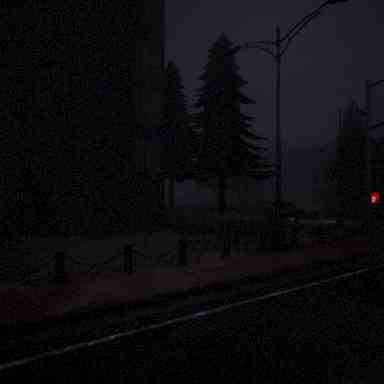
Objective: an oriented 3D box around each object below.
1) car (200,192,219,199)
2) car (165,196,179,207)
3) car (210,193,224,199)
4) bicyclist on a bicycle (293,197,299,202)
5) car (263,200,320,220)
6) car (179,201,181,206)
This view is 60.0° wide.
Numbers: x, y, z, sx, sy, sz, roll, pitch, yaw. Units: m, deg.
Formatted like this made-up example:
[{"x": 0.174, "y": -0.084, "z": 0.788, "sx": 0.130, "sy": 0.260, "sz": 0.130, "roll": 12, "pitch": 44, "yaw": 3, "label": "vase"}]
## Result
[{"x": 5.081, "y": 1.113, "z": 92.433, "sx": 1.932, "sy": 1.855, "sz": 4.605, "roll": 0, "pitch": 0, "yaw": -37, "label": "car"}, {"x": -4.150, "y": 1.579, "z": 44.906, "sx": 1.994, "sy": 1.385, "sz": 4.181, "roll": 0, "pitch": 0, "yaw": -37, "label": "car"}, {"x": 7.168, "y": 1.092, "z": 94.497, "sx": 1.905, "sy": 1.878, "sz": 3.866, "roll": 0, "pitch": 0, "yaw": -37, "label": "car"}, {"x": 11.427, "y": 1.316, "z": 36.632, "sx": 1.656, "sy": 1.620, "sz": 0.582, "roll": 0, "pitch": 0, "yaw": -37, "label": "bicyclist on a bicycle"}, {"x": 8.385, "y": 1.493, "z": 28.260, "sx": 1.882, "sy": 1.535, "sz": 5.008, "roll": 0, "pitch": 0, "yaw": -37, "label": "car"}, {"x": -3.646, "y": 1.616, "z": 50.434, "sx": 1.895, "sy": 1.301, "sz": 4.718, "roll": 0, "pitch": 0, "yaw": -34, "label": "car"}]
